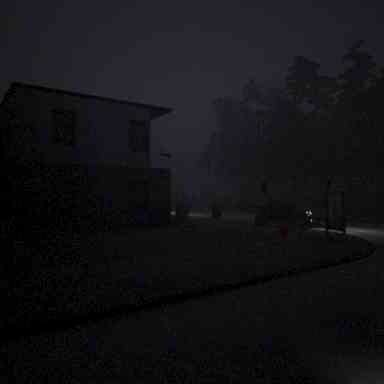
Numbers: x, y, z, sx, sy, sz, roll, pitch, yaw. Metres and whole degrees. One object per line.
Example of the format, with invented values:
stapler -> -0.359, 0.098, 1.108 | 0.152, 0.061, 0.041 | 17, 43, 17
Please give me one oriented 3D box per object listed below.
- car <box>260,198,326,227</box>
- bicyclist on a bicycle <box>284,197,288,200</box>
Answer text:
car -> 6.801, 1.341, 22.597 | 2.097, 1.767, 4.553 | 0, 0, -36
bicyclist on a bicycle -> 9.419, 1.333, 33.373 | 1.656, 1.620, 0.582 | 0, 0, -36
